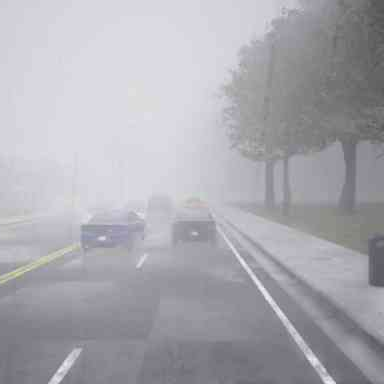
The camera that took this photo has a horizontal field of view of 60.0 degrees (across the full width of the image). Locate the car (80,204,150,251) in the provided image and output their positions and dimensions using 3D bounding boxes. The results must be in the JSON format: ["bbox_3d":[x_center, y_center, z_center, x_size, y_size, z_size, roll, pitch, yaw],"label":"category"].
[{"bbox_3d":[-3.150,1.480,14.149,1.882,1.535,5.008,0,0,0],"label":"car"}]

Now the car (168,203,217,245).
[{"bbox_3d":[0.101,1.481,15.492,1.882,1.535,5.008,0,0,0],"label":"car"}]

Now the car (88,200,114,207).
[{"bbox_3d":[-9.847,1.561,36.314,2.033,1.411,5.357,0,0,0],"label":"car"}]

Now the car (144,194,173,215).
[{"bbox_3d":[-3.148,1.234,33.532,2.150,2.045,5.566,0,0,0],"label":"car"}]

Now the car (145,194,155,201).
[{"bbox_3d":[-9.750,1.250,77.602,1.837,1.490,4.892,0,0,0],"label":"car"}]

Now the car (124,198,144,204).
[{"bbox_3d":[-6.593,1.492,38.041,1.882,1.535,5.008,0,0,0],"label":"car"}]

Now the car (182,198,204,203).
[{"bbox_3d":[0.101,1.365,33.868,2.097,1.767,4.553,0,0,0],"label":"car"}]

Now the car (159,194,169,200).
[{"bbox_3d":[-6.500,1.187,78.607,1.994,1.385,4.181,0,0,0],"label":"car"}]
